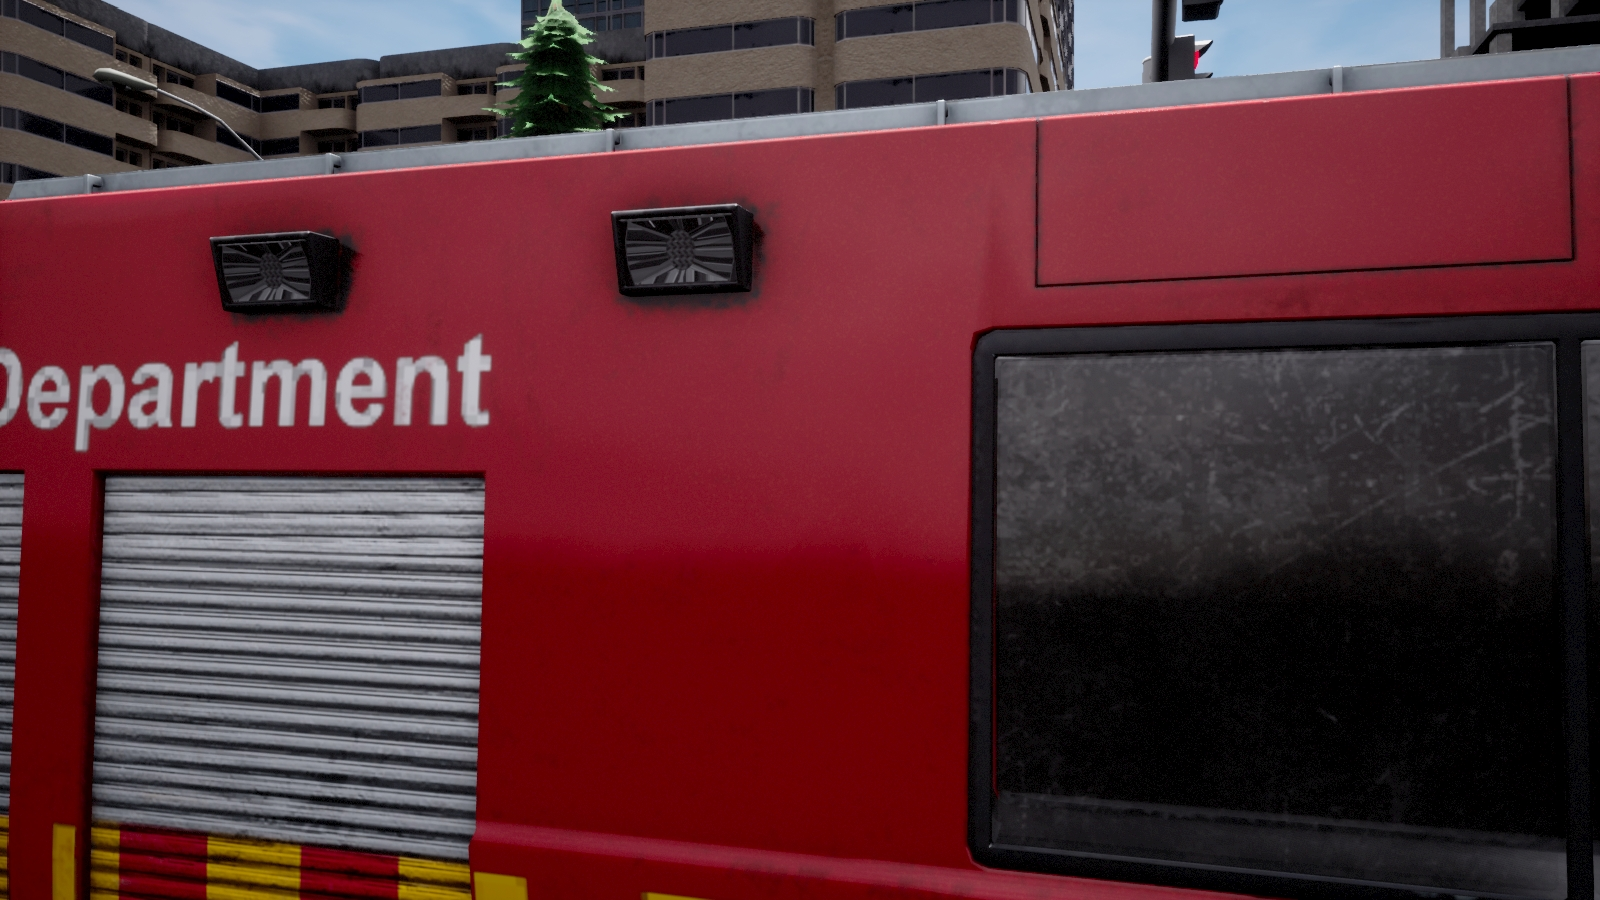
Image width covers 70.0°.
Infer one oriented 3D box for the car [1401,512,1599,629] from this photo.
[{"bbox_3d":[12.484,2.037,20.491,2.038,1.542,4.974,0,0,16],"label":"car"}]
